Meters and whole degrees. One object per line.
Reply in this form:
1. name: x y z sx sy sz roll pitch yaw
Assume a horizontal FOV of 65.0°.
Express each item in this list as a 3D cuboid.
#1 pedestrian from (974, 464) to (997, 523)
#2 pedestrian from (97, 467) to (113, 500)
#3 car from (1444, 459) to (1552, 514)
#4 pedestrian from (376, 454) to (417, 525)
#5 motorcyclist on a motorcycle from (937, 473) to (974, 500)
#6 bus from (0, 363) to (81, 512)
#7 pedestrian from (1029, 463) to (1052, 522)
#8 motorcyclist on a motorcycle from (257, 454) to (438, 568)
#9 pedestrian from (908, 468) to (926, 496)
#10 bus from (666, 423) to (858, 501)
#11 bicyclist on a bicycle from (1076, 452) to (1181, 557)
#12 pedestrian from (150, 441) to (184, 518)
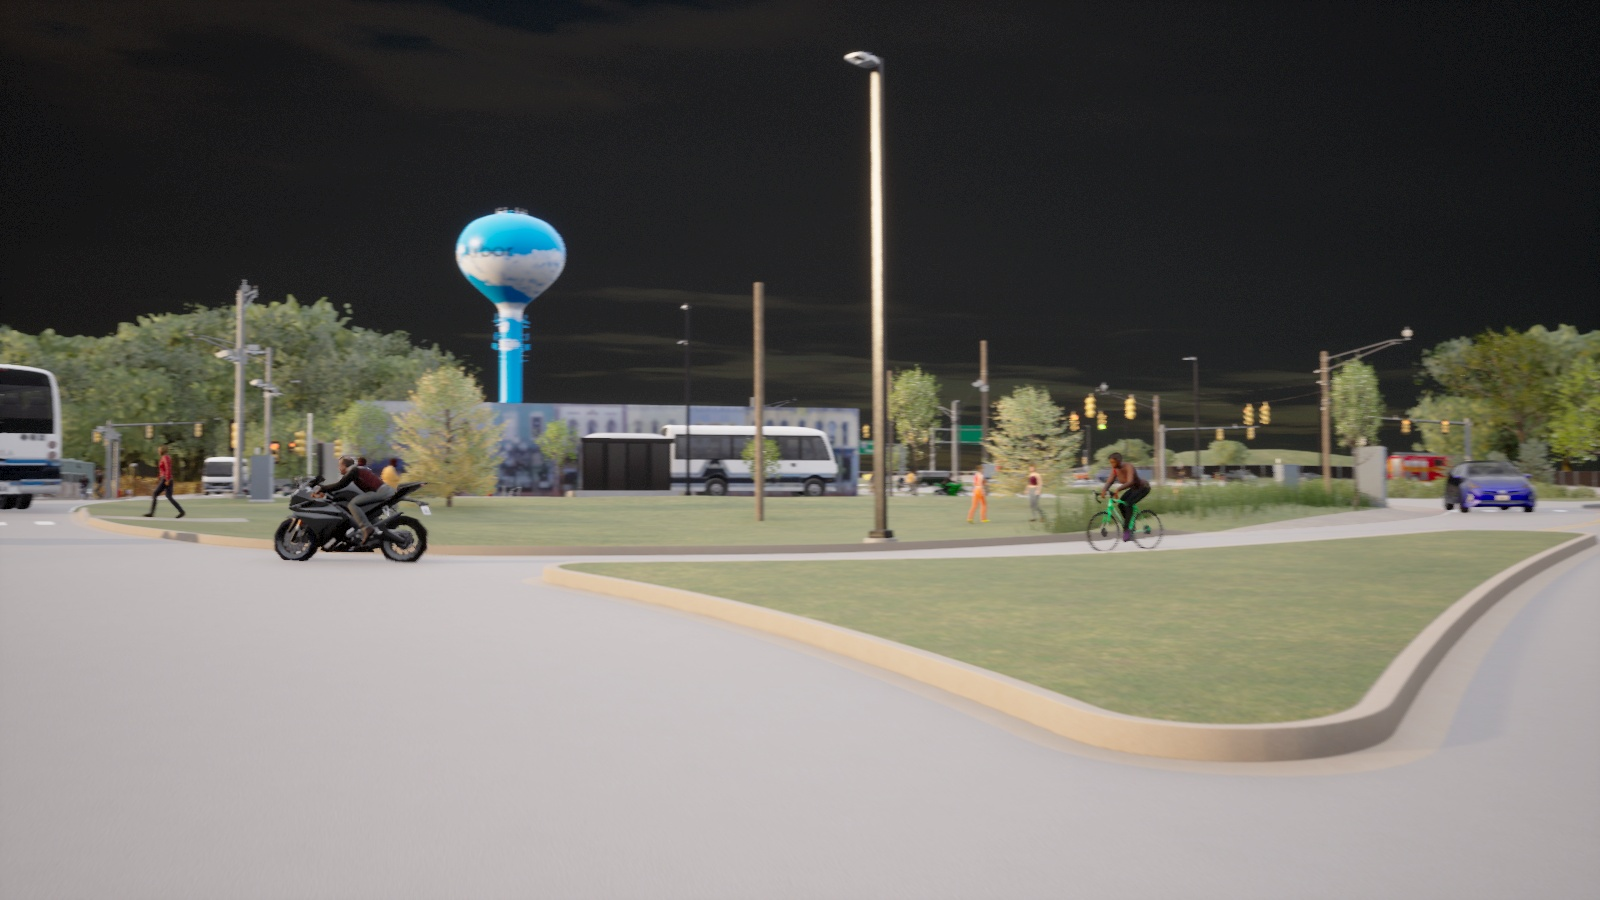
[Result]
1. pedestrian: 5.822 1.378 39.367 0.594 1.836 0.345 1 -3 -23
2. pedestrian: -39.459 1.895 71.288 0.720 1.854 0.376 0 -3 -13
3. car: 20.463 1.058 36.997 2.007 1.525 4.514 -1 -1 19
4. pedestrian: -10.858 1.065 33.763 0.900 1.855 0.874 1 -3 -27
5. motorcyclist on a motorcycle: 9.134 2.137 73.815 2.044 1.523 0.797 -1 -2 -2
6. bus: -26.449 -0.348 39.398 10.273 4.253 3.944 0 -1 44
7. pedestrian: 7.475 1.329 39.073 0.594 1.836 0.345 1 -3 -27
8. motorcyclist on a motorcycle: -6.346 0.860 17.695 2.191 1.530 0.866 1 -3 4
9. pedestrian: 7.807 2.164 84.021 0.900 1.855 0.874 1 -3 -21
10. bus: -2.187 0.772 71.398 10.273 4.253 3.944 1 -3 -15
11. bicyclist on a bicycle: 5.329 0.868 20.345 1.656 1.620 0.582 -1 -2 -29
12. pedestrian: -15.255 0.707 30.266 0.636 1.846 0.331 1 -3 -16
